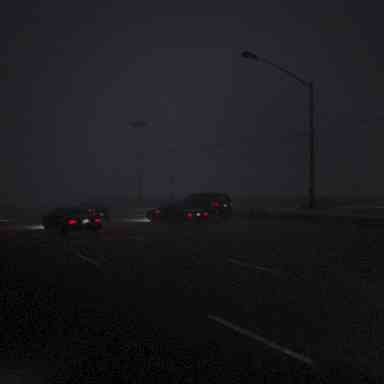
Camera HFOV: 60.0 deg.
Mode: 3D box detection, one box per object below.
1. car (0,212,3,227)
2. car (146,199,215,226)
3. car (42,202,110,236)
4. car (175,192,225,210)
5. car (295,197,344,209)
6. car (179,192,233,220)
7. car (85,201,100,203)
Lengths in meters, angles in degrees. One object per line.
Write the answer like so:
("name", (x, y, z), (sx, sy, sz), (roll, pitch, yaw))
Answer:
("car", (-13.477, 1.483, 21.438), (1.812, 1.442, 4.674), (-1, 0, -37))
("car", (-1.124, 1.431, 22.510), (2.033, 1.411, 5.357), (-1, 0, -37))
("car", (-6.709, 1.484, 18.291), (2.033, 1.411, 5.357), (-1, 0, -37))
("car", (0.942, 1.008, 38.516), (5.566, 2.045, 2.150), (0, 0, 10))
("car", (14.805, 1.257, 38.702), (5.357, 1.411, 2.033), (0, 0, -9))
("car", (0.751, 1.074, 25.832), (2.150, 2.045, 5.566), (-1, 0, -37))
("car", (-7.888, 1.430, 25.653), (1.812, 1.442, 4.674), (-1, 0, -37))
